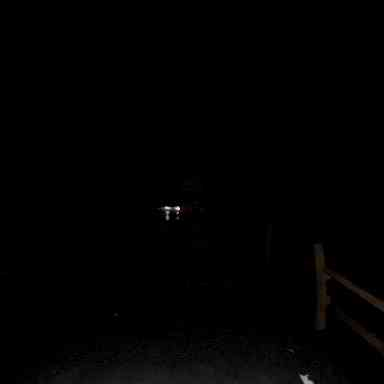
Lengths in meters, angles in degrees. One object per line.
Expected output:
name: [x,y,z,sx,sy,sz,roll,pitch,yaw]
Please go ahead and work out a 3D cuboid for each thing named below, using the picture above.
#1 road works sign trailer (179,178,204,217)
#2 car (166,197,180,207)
road works sign trailer: [-0.011,0.448,31.662,2.380,3.560,2.880,0,0,0]
car: [-2.847,1.511,50.313,1.812,1.442,4.674,0,0,0]
